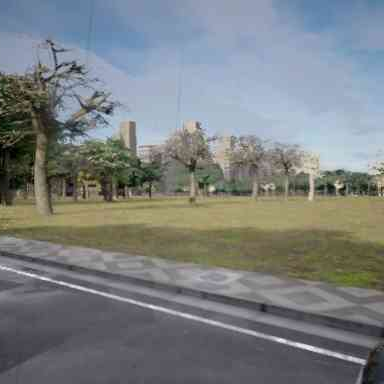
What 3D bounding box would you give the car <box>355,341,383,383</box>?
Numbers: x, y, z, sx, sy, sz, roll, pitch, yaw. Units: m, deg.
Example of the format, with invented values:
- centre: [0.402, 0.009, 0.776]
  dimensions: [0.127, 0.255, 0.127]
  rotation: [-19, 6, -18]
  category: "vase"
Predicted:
- centre: [3.446, 1.480, 1.510]
  dimensions: [4.902, 1.511, 2.128]
  rotation: [0, 0, 36]
  category: "car"
